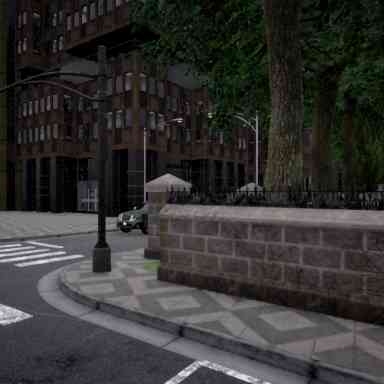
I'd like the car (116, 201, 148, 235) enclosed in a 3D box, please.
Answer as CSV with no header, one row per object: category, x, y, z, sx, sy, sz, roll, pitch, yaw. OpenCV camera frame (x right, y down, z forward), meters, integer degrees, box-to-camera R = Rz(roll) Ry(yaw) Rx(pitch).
car,-2.395,1.583,22.018,2.150,2.045,5.566,0,-1,35
